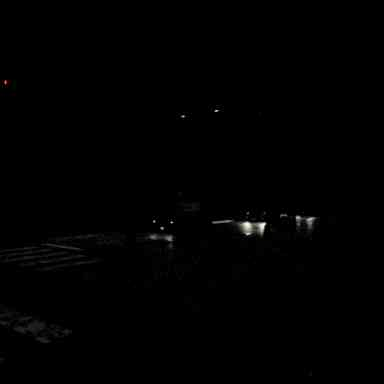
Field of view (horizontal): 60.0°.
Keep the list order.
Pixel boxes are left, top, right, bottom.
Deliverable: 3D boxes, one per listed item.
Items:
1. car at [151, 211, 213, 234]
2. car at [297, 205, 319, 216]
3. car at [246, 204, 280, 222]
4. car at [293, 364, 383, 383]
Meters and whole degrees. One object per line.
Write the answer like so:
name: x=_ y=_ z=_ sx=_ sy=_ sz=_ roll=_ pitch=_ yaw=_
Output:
car: x=-0.578 y=1.999 z=22.507 sx=1.895 sy=1.301 sz=4.718 roll=0 pitch=-1 yaw=35
car: x=16.054 y=2.506 z=45.769 sx=1.837 sy=1.490 sz=4.892 roll=0 pitch=-2 yaw=36
car: x=7.175 y=2.028 z=33.401 sx=2.097 sy=1.767 sz=4.553 roll=0 pitch=-1 yaw=36
car: x=2.391 y=1.551 z=1.247 sx=4.403 sy=1.369 sz=2.008 roll=0 pitch=0 yaw=36
